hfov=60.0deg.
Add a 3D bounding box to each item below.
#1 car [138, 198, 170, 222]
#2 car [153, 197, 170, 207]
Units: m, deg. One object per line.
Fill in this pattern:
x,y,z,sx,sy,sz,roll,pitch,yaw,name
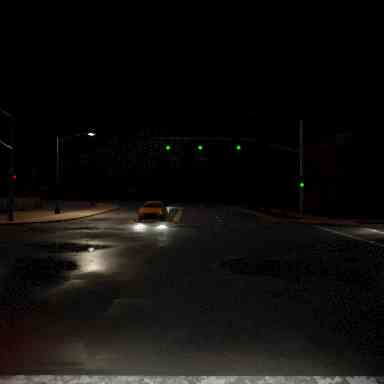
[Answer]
-3.017,1.488,26.327,1.882,1.535,5.008,0,0,0,car
-4.702,1.552,51.053,1.994,1.385,4.181,0,0,-13,car
